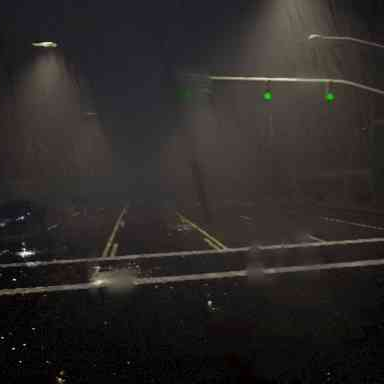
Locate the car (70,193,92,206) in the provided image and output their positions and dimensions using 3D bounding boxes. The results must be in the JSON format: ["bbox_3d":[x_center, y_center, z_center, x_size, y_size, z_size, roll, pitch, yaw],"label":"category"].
[{"bbox_3d":[-12.746,0.801,38.285,1.994,1.385,4.181,-2,2,-10],"label":"car"}]

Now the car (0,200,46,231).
[{"bbox_3d":[-9.219,1.195,17.833,1.812,1.442,4.674,-2,2,-10],"label":"car"}]
